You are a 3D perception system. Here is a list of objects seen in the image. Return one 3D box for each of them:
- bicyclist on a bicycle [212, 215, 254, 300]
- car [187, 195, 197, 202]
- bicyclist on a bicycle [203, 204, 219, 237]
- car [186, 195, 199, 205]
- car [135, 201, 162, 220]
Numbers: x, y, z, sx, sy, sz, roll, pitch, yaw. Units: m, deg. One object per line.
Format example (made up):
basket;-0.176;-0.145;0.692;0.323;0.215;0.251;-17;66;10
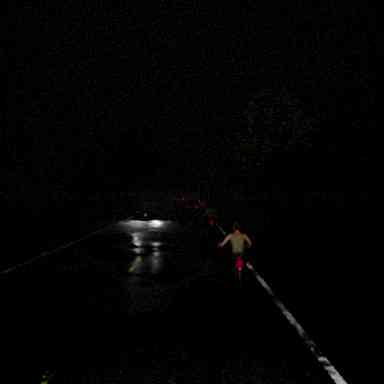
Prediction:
bicyclist on a bicycle;0.983;1.428;7.410;0.866;1.612;1.509;0;0;0
car;0.003;1.455;73.666;2.033;1.411;5.357;0;0;0
bicyclist on a bicycle;0.982;1.418;16.893;0.866;1.612;1.509;0;0;0
car;0.101;1.462;56.613;1.812;1.442;4.674;0;0;0
car;-3.598;1.494;28.116;1.812;1.442;4.674;0;0;0
